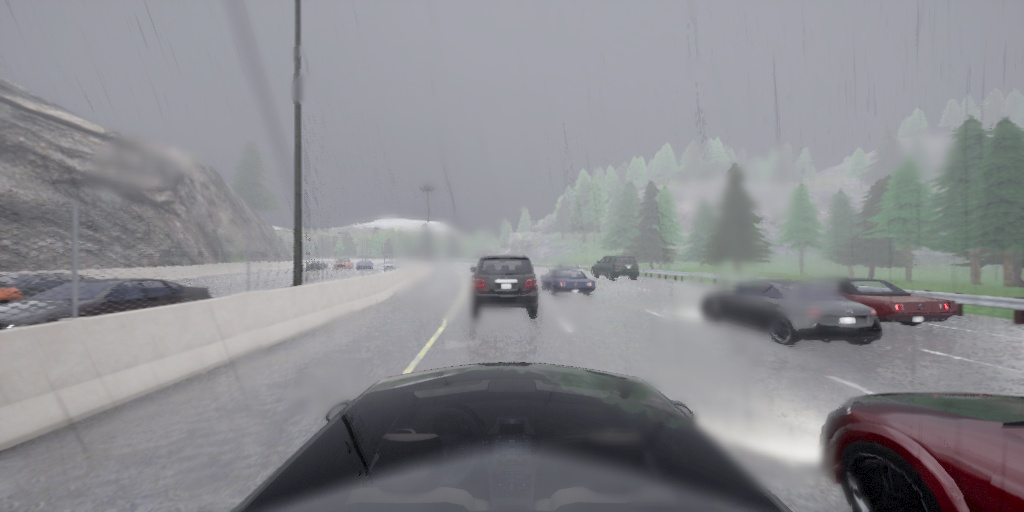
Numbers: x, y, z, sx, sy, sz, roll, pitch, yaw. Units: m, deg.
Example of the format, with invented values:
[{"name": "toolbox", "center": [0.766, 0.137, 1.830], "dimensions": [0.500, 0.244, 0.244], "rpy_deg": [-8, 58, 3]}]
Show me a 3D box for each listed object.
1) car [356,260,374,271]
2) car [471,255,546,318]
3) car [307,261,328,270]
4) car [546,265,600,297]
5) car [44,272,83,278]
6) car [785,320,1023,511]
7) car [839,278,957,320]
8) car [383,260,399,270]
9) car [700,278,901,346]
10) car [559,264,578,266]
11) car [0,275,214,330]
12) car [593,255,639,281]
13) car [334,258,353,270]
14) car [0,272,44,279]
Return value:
[{"name": "car", "center": [-20.852, 1.275, 51.011], "dimensions": [1.882, 1.535, 5.008], "rpy_deg": [0, 0, -15]}, {"name": "car", "center": [-0.327, 0.974, 13.116], "dimensions": [2.150, 2.045, 5.566], "rpy_deg": [0, 0, -3]}, {"name": "car", "center": [-28.610, 1.413, 52.801], "dimensions": [1.895, 1.301, 4.718], "rpy_deg": [0, 0, -16]}, {"name": "car", "center": [2.771, 1.348, 18.786], "dimensions": [1.895, 1.301, 4.718], "rpy_deg": [0, 0, -5]}, {"name": "car", "center": [-18.066, 1.334, 13.586], "dimensions": [2.033, 1.411, 5.357], "rpy_deg": [0, 0, -4]}, {"name": "car", "center": [3.538, 1.307, 1.213], "dimensions": [1.994, 1.385, 4.181], "rpy_deg": [0, 0, 0]}, {"name": "car", "center": [10.282, 1.332, 11.386], "dimensions": [1.895, 1.301, 4.718], "rpy_deg": [0, 0, -3]}, {"name": "car", "center": [-17.531, 1.317, 52.144], "dimensions": [1.812, 1.442, 4.674], "rpy_deg": [0, 0, -15]}, {"name": "car", "center": [6.846, 1.302, 9.404], "dimensions": [1.994, 1.385, 4.181], "rpy_deg": [0, 0, -2]}, {"name": "car", "center": [4.800, 1.346, 31.524], "dimensions": [1.895, 1.301, 4.718], "rpy_deg": [0, 0, -8]}, {"name": "car", "center": [-10.840, 1.320, 9.674], "dimensions": [2.033, 1.411, 5.357], "rpy_deg": [0, 0, -3]}, {"name": "car", "center": [8.550, 0.959, 30.002], "dimensions": [2.150, 2.045, 5.566], "rpy_deg": [0, 0, -8]}, {"name": "car", "center": [-25.380, 1.159, 54.187], "dimensions": [2.097, 1.767, 4.553], "rpy_deg": [0, 0, -16]}, {"name": "car", "center": [-14.305, 1.130, 7.853], "dimensions": [2.097, 1.767, 4.553], "rpy_deg": [0, 0, -2]}]
